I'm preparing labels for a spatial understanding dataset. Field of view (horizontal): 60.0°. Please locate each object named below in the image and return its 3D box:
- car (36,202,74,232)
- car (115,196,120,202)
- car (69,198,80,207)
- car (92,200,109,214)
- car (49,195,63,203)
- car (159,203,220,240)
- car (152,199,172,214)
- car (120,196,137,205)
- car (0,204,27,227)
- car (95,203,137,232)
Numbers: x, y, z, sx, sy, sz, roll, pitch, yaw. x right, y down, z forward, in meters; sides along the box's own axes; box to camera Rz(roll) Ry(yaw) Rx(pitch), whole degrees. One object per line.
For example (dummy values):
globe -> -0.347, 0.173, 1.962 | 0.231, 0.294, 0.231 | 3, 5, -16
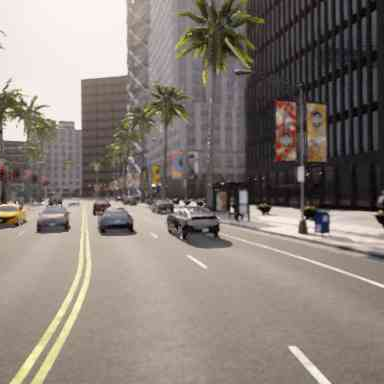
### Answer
car -> -8.963, 1.665, 21.823 | 1.812, 1.442, 4.674 | -1, 0, -18
car -> -18.739, 1.883, 86.398 | 2.161, 1.482, 4.786 | -1, 0, -18
car -> -21.276, 1.872, 60.266 | 1.812, 1.442, 4.674 | -1, 0, -17
car -> -10.167, 1.660, 37.598 | 1.882, 1.535, 5.008 | -1, 0, -18
car -> -26.054, 1.614, 63.762 | 2.150, 2.045, 5.566 | -1, 0, -18
car -> -0.076, 1.526, 17.324 | 2.128, 1.511, 4.902 | -1, 0, -16
car -> -3.305, 1.589, 37.470 | 2.231, 1.521, 4.892 | -1, 0, -18
car -> -12.307, 1.614, 65.432 | 2.185, 1.767, 4.553 | -1, 0, -18
car -> -13.560, 1.673, 24.677 | 1.882, 1.535, 5.008 | -1, 0, -18
car -> -4.867, 1.657, 21.033 | 1.994, 1.385, 4.181 | -1, 0, -17
